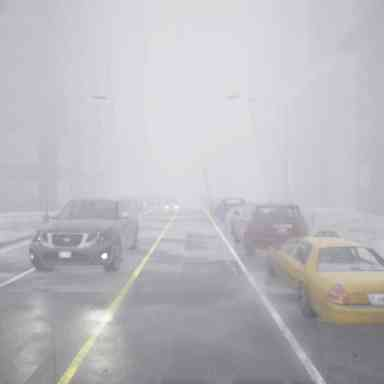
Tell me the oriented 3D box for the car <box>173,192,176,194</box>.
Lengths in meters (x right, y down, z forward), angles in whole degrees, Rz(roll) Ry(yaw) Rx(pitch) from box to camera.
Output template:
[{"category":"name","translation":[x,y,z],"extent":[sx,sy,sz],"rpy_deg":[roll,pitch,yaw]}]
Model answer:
[{"category":"car","translation":[-5.810,1.132,85.551],"extent":[1.947,1.339,4.313],"rpy_deg":[0,0,0]}]

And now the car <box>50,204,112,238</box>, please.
[{"category":"car","translation":[-5.773,1.428,17.956],"extent":[1.752,1.417,4.829],"rpy_deg":[0,0,0]}]

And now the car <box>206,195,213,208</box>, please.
[{"category":"car","translation":[2.743,1.357,34.998],"extent":[1.887,1.381,4.507],"rpy_deg":[0,0,0]}]

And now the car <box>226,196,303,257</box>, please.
[{"category":"car","translation":[2.755,1.247,12.523],"extent":[2.192,1.841,5.009],"rpy_deg":[0,0,0]}]

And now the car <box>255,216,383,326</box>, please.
[{"category":"car","translation":[2.758,1.486,7.076],"extent":[1.752,1.417,4.829],"rpy_deg":[0,0,0]}]

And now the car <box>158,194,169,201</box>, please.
[{"category":"car","translation":[-5.801,1.210,68.695],"extent":[1.947,1.339,4.313],"rpy_deg":[0,0,0]}]

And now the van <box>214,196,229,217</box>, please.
[{"category":"van","translation":[2.749,1.213,23.760],"extent":[1.690,1.788,3.998],"rpy_deg":[0,0,0]}]

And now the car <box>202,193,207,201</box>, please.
[{"category":"car","translation":[2.737,1.278,46.405],"extent":[1.752,1.417,4.829],"rpy_deg":[0,0,0]}]

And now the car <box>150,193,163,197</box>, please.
[{"category":"car","translation":[-5.792,1.040,51.837],"extent":[2.192,1.841,5.009],"rpy_deg":[0,0,0]}]

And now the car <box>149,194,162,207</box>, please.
[{"category":"car","translation":[-5.788,1.304,46.220],"extent":[2.008,1.369,4.403],"rpy_deg":[0,0,0]}]

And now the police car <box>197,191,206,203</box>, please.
[{"category":"police car","translation":[2.332,1.102,61.634],"extent":[1.930,1.638,5.238],"rpy_deg":[0,0,0]}]

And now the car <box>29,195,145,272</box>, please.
[{"category":"car","translation":[-3.107,1.162,10.895],"extent":[2.150,2.045,5.566],"rpy_deg":[0,0,0]}]

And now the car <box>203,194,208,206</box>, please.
[{"category":"car","translation":[2.740,1.333,40.610],"extent":[2.008,1.369,4.403],"rpy_deg":[0,0,0]}]

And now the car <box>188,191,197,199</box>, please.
[{"category":"car","translation":[-0.043,0.971,79.008],"extent":[1.812,1.442,4.674],"rpy_deg":[0,0,0]}]

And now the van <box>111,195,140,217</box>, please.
[{"category":"van","translation":[-5.779,1.183,29.363],"extent":[1.690,1.788,3.998],"rpy_deg":[0,0,0]}]

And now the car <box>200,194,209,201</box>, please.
[{"category":"car","translation":[2.721,1.162,74.326],"extent":[1.887,1.381,4.507],"rpy_deg":[0,0,0]}]

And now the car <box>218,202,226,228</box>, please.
[{"category":"car","translation":[2.752,1.453,18.143],"extent":[2.008,1.369,4.403],"rpy_deg":[0,0,0]}]

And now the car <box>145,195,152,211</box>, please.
[{"category":"car","translation":[-5.782,1.363,34.982],"extent":[2.008,1.369,4.403],"rpy_deg":[0,0,0]}]

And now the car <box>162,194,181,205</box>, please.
[{"category":"car","translation":[-3.106,1.327,51.544],"extent":[1.895,1.301,4.718],"rpy_deg":[0,0,0]}]

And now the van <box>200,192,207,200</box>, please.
[{"category":"van","translation":[2.718,0.933,79.943],"extent":[1.690,1.788,3.998],"rpy_deg":[0,0,0]}]

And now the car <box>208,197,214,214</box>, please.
[{"category":"car","translation":[2.746,1.386,29.380],"extent":[1.887,1.381,4.507],"rpy_deg":[0,0,0]}]

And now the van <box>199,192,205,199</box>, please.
[{"category":"van","translation":[2.712,0.882,91.180],"extent":[1.690,1.788,3.998],"rpy_deg":[0,0,0]}]
